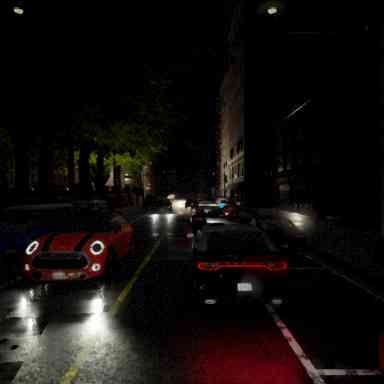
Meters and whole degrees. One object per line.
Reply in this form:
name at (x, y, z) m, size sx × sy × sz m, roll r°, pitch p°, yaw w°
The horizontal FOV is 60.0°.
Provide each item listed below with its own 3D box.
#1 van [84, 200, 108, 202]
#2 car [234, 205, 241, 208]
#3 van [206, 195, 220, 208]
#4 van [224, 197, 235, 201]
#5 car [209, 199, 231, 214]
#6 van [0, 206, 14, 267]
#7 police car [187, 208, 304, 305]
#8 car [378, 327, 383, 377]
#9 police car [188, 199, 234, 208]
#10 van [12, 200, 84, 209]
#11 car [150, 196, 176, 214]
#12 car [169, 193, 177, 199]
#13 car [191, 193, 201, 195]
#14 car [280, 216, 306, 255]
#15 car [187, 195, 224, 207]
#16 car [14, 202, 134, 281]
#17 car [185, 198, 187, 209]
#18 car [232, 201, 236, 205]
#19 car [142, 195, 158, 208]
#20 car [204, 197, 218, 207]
van at (-5.663, 1.334, 18.181) m, size 1.690 × 1.788 × 3.998 m, roll 0°, pitch 0°, yaw 0°
car at (2.863, 1.575, 18.206) m, size 1.802 × 1.307 × 4.206 m, roll 0°, pitch 0°, yaw 0°
van at (2.873, 1.302, 46.508) m, size 1.690 × 1.788 × 3.998 m, roll 0°, pitch 0°, yaw 0°
van at (2.866, 1.324, 29.526) m, size 1.690 × 1.788 × 3.998 m, roll 0°, pitch 0°, yaw 0°
car at (2.869, 1.521, 35.187) m, size 1.887 × 1.381 × 4.507 m, roll 0°, pitch 0°, yaw 0°
van at (-5.667, 1.340, 6.865) m, size 1.690 × 1.788 × 3.998 m, roll 0°, pitch 0°, yaw 0°
police car at (0.904, 1.424, 8.289) m, size 1.930 × 1.638 × 5.238 m, roll 0°, pitch 0°, yaw 0°
car at (2.856, 1.315, 1.224) m, size 2.192 × 1.841 × 5.009 m, roll 0°, pitch 0°, yaw 0°
police car at (0.908, 1.418, 18.288) m, size 1.930 × 1.638 × 5.238 m, roll 0°, pitch 0°, yaw 0°
van at (-5.665, 1.338, 12.523) m, size 1.690 × 1.788 × 3.998 m, roll 0°, pitch 0°, yaw 0°
car at (-2.985, 1.502, 35.193) m, size 1.812 × 1.442 × 4.674 m, roll 0°, pitch 0°, yaw 0°
car at (-5.638, 1.402, 89.990) m, size 1.752 × 1.417 × 4.829 m, roll 0°, pitch 0°, yaw 0°
car at (0.021, 1.431, 58.733) m, size 2.128 × 1.511 × 4.902 m, roll 0°, pitch 0°, yaw 0°
car at (2.861, 1.541, 12.545) m, size 1.887 × 1.381 × 4.507 m, roll 0°, pitch 0°, yaw 0°
car at (0.909, 1.339, 24.148) m, size 2.097 × 1.767 × 4.553 m, roll 0°, pitch 0°, yaw 0°
car at (-3.095, 1.350, 9.966) m, size 2.097 × 1.767 × 4.553 m, roll 0°, pitch 0°, yaw 0°
car at (0.032, 1.527, 45.330) m, size 1.994 × 1.385 × 4.181 m, roll 0°, pitch 0°, yaw 0°
car at (2.865, 1.570, 23.866) m, size 1.802 × 1.307 × 4.206 m, roll 0°, pitch 0°, yaw 0°
car at (-5.652, 1.276, 46.471) m, size 2.192 × 1.841 × 5.009 m, roll 0°, pitch 0°, yaw 0°
car at (2.875, 1.518, 52.169) m, size 1.947 × 1.339 × 4.313 m, roll 0°, pitch 0°, yaw 0°
